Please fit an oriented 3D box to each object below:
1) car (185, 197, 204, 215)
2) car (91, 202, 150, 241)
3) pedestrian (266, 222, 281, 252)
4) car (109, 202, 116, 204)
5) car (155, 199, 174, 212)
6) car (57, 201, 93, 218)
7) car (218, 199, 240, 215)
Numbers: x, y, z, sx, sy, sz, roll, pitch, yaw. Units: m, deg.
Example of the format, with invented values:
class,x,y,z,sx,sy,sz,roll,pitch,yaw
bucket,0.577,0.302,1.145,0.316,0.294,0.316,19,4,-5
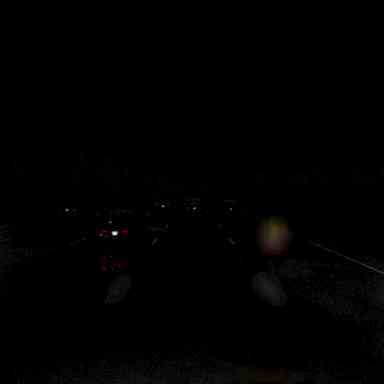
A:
class,x,y,z,sx,sy,sz,roll,pitch,yaw
car,0.241,1.547,33.216,2.033,1.411,5.357,0,0,0
car,-3.328,1.506,16.816,1.837,1.490,4.892,0,0,0
pedestrian,3.098,1.674,12.477,0.500,1.100,0.500,0,0,0
car,-6.770,1.564,30.198,1.994,1.385,4.181,0,0,0
car,-3.233,1.563,39.177,1.994,1.385,4.181,0,0,0
car,-10.274,1.547,29.888,2.033,1.411,5.357,0,0,0
car,3.747,1.477,34.367,1.882,1.535,5.008,0,0,0
